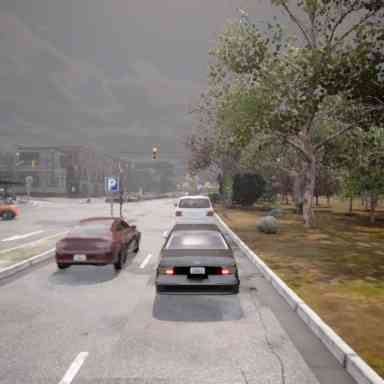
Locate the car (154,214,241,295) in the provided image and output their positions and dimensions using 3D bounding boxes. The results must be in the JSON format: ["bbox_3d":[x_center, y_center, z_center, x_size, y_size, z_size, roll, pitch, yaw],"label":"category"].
[{"bbox_3d":[0.102,1.556,8.874,2.033,1.411,5.357,0,0,0],"label":"car"}]

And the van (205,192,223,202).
[{"bbox_3d":[4.244,1.042,67.451,4.442,1.987,1.878,1,0,-14],"label":"van"}]

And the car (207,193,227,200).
[{"bbox_3d":[6.409,1.128,85.122,4.553,1.767,2.185,1,0,-12],"label":"car"}]

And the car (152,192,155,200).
[{"bbox_3d":[-12.316,1.358,82.799,4.674,1.452,2.002,-1,0,-13],"label":"car"}]

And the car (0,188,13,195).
[{"bbox_3d":[-31.197,0.137,55.704,2.002,1.452,4.674,6,-3,-19],"label":"car"}]

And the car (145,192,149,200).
[{"bbox_3d":[-13.057,1.320,76.802,4.892,1.521,2.231,-1,0,-14],"label":"car"}]

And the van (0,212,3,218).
[{"bbox_3d":[-16.616,1.298,24.061,4.442,1.987,1.878,-1,0,-19],"label":"van"}]

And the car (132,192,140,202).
[{"bbox_3d":[-13.839,1.314,67.838,5.366,1.575,1.946,-1,0,-15],"label":"car"}]

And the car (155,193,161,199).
[{"bbox_3d":[-11.504,1.356,88.782,4.674,1.452,2.002,-1,0,-12],"label":"car"}]

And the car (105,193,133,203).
[{"bbox_3d":[-14.482,1.357,64.846,4.792,1.488,2.163,-1,0,-15],"label":"car"}]

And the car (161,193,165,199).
[{"bbox_3d":[-11.056,1.063,91.788,5.566,2.045,2.435,-1,0,-12],"label":"car"}]

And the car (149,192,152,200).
[{"bbox_3d":[-12.686,1.358,79.797,4.674,1.452,2.002,-1,0,-13],"label":"car"}]

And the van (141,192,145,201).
[{"bbox_3d":[-13.283,1.092,73.831,4.442,1.987,1.878,-1,0,-14],"label":"van"}]

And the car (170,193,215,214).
[{"bbox_3d":[0.141,1.245,19.123,2.150,2.045,5.566,0,0,0],"label":"car"}]

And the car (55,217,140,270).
[{"bbox_3d":[-2.895,1.537,10.926,1.812,1.442,4.674,0,0,0],"label":"car"}]

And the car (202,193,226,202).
[{"bbox_3d":[4.626,1.141,70.421,4.553,1.767,2.185,1,0,-14],"label":"car"}]

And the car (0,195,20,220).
[{"bbox_3d":[-16.642,1.404,27.038,4.553,1.767,2.185,-1,0,-19],"label":"car"}]
